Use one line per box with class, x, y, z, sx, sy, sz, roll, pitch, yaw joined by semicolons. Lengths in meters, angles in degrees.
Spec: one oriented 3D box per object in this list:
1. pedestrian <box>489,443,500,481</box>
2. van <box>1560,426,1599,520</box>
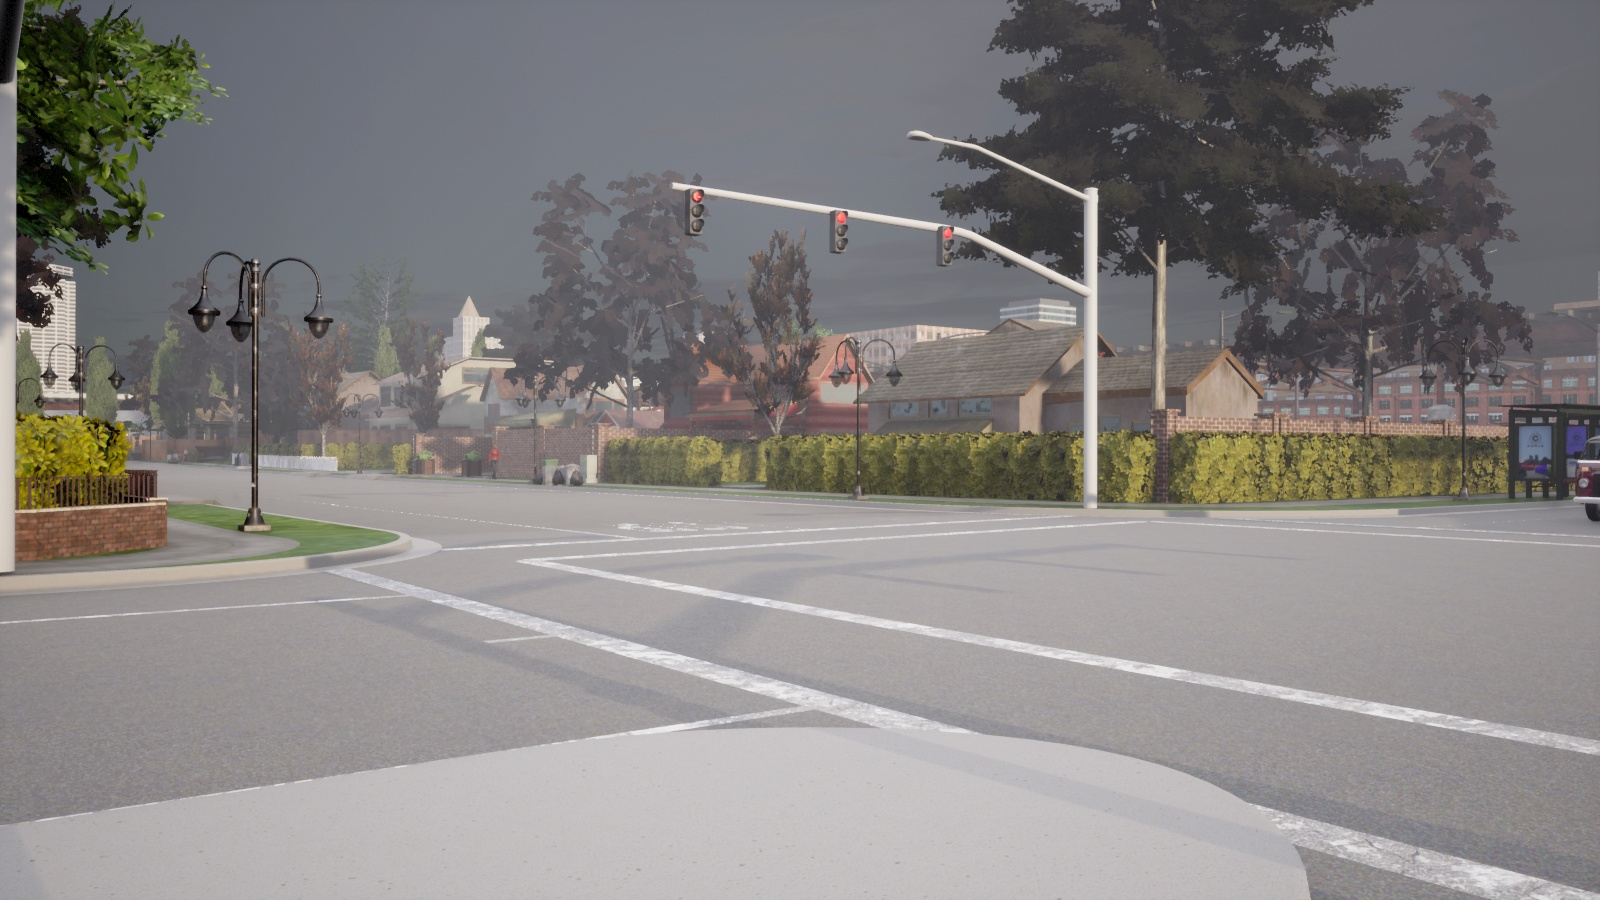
pedestrian;-14.799;0.588;60.816;0.331;1.846;0.636;0;0;-36
van;19.198;0.497;28.227;4.480;2.038;2.069;0;0;-37
